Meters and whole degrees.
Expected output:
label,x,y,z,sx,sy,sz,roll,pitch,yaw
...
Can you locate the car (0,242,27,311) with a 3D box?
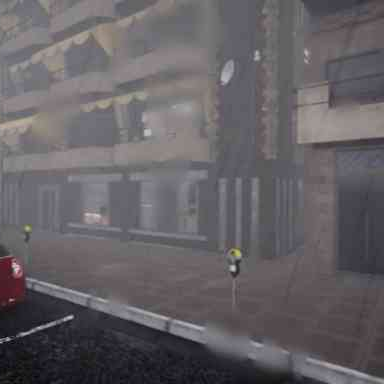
label,x,y,z,sx,sy,sz,roll,pitch,yaw
car,-5.071,1.435,6.491,4.097,1.590,1.967,0,0,36
